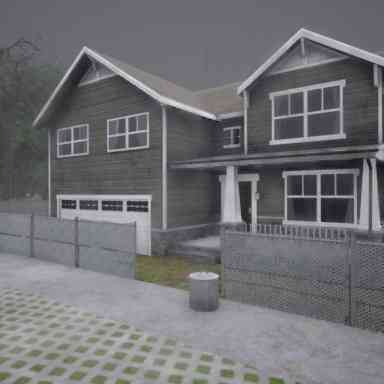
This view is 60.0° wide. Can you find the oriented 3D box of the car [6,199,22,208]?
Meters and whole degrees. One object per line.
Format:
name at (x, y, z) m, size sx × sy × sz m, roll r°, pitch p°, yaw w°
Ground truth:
car at (-17.242, 1.463, 31.796) m, size 4.902 × 1.511 × 2.128 m, roll 0°, pitch 0°, yaw -32°
